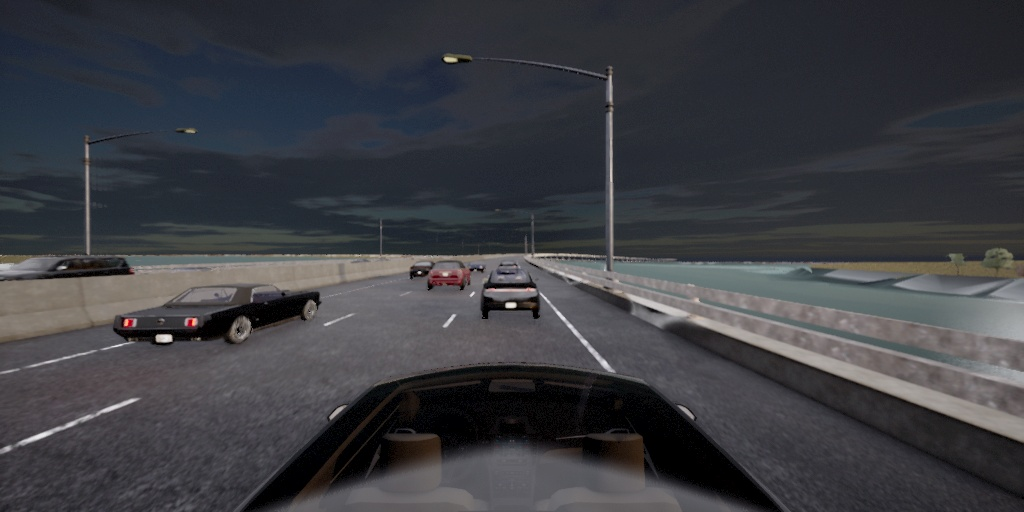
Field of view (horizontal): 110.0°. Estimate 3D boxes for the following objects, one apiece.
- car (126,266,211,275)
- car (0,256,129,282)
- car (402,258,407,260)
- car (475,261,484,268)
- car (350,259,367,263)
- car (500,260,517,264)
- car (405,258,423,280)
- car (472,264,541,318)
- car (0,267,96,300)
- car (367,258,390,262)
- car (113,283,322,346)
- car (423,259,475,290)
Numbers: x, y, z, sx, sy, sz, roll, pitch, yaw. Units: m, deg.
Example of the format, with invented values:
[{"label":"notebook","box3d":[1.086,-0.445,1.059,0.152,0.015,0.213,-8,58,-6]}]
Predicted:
[{"label":"car","box3d":[-17.876,1.328,19.743,1.994,1.385,4.181,0,0,-1]},{"label":"car","box3d":[-21.341,1.014,16.931,2.150,2.045,5.566,0,0,-1]},{"label":"car","box3d":[-18.059,1.057,61.760,1.882,1.535,5.008,0,0,1]},{"label":"car","box3d":[-3.881,1.206,40.107,1.895,1.301,4.718,0,0,0]},{"label":"car","box3d":[-25.061,1.173,59.292,2.033,1.411,5.357,0,0,1]},{"label":"car","box3d":[-0.320,1.113,32.374,2.128,1.511,4.902,0,0,-1]},{"label":"car","box3d":[-7.305,1.142,30.707,1.882,1.535,5.008,0,0,-1]},{"label":"car","box3d":[-0.071,1.197,12.739,2.128,1.511,4.902,0,0,-1]},{"label":"car","box3d":[-24.854,1.354,17.855,2.033,1.411,5.357,0,0,-1]},{"label":"car","box3d":[-21.573,1.099,59.299,2.128,1.511,4.902,0,0,1]},{"label":"car","box3d":[-7.016,1.354,9.412,1.895,1.301,4.718,0,0,-1]},{"label":"car","box3d":[-3.705,1.036,21.900,2.097,1.767,4.553,0,0,-1]}]
